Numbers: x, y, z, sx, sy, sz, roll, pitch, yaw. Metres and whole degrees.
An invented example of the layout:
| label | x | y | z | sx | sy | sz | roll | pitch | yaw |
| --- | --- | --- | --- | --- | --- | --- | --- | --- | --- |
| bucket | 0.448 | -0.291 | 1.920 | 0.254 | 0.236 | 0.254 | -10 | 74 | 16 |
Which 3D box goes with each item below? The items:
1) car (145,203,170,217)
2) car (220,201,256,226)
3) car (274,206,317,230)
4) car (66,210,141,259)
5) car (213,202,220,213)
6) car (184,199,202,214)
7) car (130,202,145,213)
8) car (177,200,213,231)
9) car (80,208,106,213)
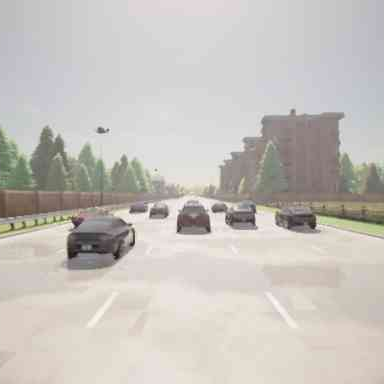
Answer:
| label | x | y | z | sx | sy | sz | roll | pitch | yaw |
| --- | --- | --- | --- | --- | --- | --- | --- | --- | --- |
| car | -3.410 | 1.883 | 35.448 | 2.033 | 1.411 | 5.357 | 0 | -1 | 0 |
| car | 3.593 | 1.732 | 25.276 | 2.128 | 1.511 | 4.902 | 0 | 0 | 0 |
| car | 7.094 | 1.727 | 23.177 | 1.837 | 1.490 | 4.892 | 0 | 0 | 0 |
| car | -3.406 | 1.650 | 13.069 | 1.812 | 1.442 | 4.674 | 0 | 0 | 0 |
| car | 3.576 | 1.981 | 43.987 | 1.994 | 1.385 | 4.181 | 0 | 0 | 0 |
| car | 0.081 | 1.748 | 41.918 | 2.097 | 1.767 | 4.553 | 0 | -1 | 0 |
| car | -6.925 | 1.980 | 43.994 | 1.994 | 1.385 | 4.181 | 0 | 0 | 0 |
| car | 0.094 | 1.564 | 22.417 | 2.097 | 1.767 | 4.553 | 0 | -1 | 0 |
| car | -6.905 | 1.827 | 23.827 | 1.895 | 1.301 | 4.718 | 0 | -1 | 0 |
